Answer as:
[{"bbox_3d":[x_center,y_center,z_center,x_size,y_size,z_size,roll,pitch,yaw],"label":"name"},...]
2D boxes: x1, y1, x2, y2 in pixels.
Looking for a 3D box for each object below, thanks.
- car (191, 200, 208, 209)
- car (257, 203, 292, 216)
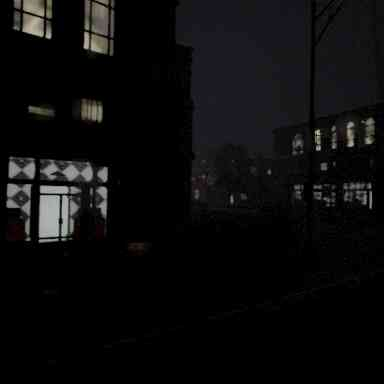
[{"bbox_3d":[0.868,1.860,51.719,1.887,1.381,4.507,2,-1,-27],"label":"car"},{"bbox_3d":[8.921,1.843,36.229,2.008,1.369,4.403,2,-1,-27],"label":"car"}]
